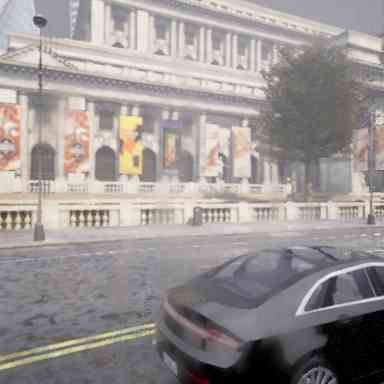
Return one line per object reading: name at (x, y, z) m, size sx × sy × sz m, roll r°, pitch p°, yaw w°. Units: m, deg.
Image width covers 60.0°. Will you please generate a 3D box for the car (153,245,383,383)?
car at (1.916, 1.498, 4.458) m, size 4.902 × 1.511 × 2.128 m, roll 0°, pitch 0°, yaw -28°
